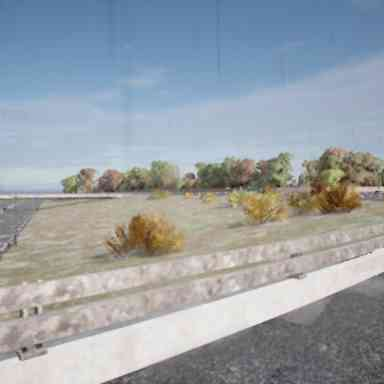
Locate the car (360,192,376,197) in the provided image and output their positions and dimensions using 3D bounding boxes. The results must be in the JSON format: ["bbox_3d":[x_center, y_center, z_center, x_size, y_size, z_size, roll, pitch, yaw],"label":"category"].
[{"bbox_3d":[43.670,0.726,83.872,1.994,1.385,4.181,-1,0,0],"label":"car"}]
